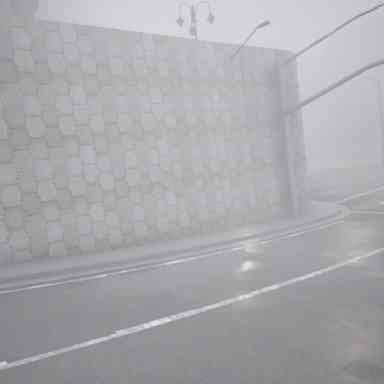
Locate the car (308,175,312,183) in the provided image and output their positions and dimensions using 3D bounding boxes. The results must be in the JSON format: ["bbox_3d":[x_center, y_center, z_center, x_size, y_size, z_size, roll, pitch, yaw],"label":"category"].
[{"bbox_3d":[9.629,-1.349,33.332,1.837,1.490,4.892,-11,7,-35],"label":"car"}]
